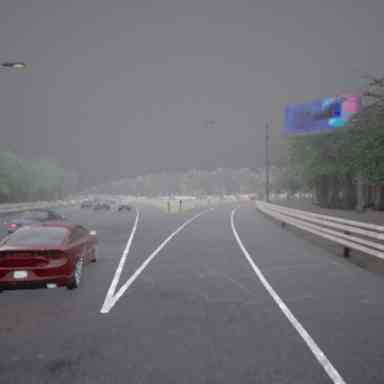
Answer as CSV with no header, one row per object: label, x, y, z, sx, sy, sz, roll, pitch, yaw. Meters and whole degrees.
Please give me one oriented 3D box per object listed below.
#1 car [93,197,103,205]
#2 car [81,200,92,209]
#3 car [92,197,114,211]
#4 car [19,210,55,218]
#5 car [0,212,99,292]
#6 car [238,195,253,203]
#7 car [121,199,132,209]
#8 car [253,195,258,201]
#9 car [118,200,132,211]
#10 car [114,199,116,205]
car,-24.214,2.280,85.711,2.150,2.045,5.566,0,-1,-13
car,-18.849,2.187,60.188,1.837,1.490,4.892,0,-1,-11
car,-13.637,1.889,51.128,2.097,1.767,4.553,0,-1,-10
car,-8.581,1.734,19.008,2.033,1.411,5.357,0,0,-8
car,-3.838,1.557,9.269,1.882,1.535,5.008,0,0,-8
car,11.781,1.603,75.500,1.882,1.535,5.008,0,0,21
car,-11.627,2.101,59.073,1.882,1.535,5.008,0,-1,-11
car,15.590,1.449,84.926,1.882,1.535,5.008,0,0,27
car,-9.739,2.077,48.650,1.895,1.301,4.718,0,-1,-10
car,-20.687,2.500,85.970,1.882,1.535,5.008,0,-1,-13
